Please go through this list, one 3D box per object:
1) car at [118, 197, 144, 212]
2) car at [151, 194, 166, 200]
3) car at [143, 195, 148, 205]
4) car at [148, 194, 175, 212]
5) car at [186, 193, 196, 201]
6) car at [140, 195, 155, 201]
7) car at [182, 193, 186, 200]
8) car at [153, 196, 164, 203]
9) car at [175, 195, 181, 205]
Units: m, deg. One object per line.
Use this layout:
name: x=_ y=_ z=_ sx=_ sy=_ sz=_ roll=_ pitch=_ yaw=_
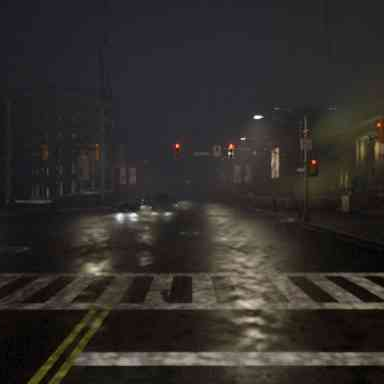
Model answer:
car: x=-7.060 y=1.607 z=37.935 sx=1.895 sy=1.301 sz=4.718 roll=0 pitch=0 yaw=0
car: x=-9.529 y=1.465 z=94.577 sx=1.837 sy=1.490 sz=4.892 roll=0 pitch=0 yaw=-43
car: x=-7.038 y=1.362 z=55.136 sx=2.097 sy=1.767 sz=4.553 roll=0 pitch=0 yaw=0
car: x=-3.558 y=1.227 z=39.629 sx=2.150 sy=2.045 sz=5.566 roll=0 pitch=0 yaw=0
car: x=-1.105 y=1.240 z=87.962 sx=2.150 sy=2.045 sz=5.566 roll=0 pitch=0 yaw=-29
car: x=-11.411 y=1.523 z=85.022 sx=2.033 sy=1.411 sz=5.357 roll=0 pitch=0 yaw=-29
car: x=-4.142 y=1.567 z=86.235 sx=1.994 sy=1.385 sz=4.181 roll=0 pitch=0 yaw=-29
car: x=-7.024 y=1.536 z=69.705 sx=1.812 sy=1.442 sz=4.674 roll=0 pitch=0 yaw=1
car: x=-3.538 y=1.488 z=60.675 sx=1.882 sy=1.535 sz=5.008 roll=0 pitch=0 yaw=0
